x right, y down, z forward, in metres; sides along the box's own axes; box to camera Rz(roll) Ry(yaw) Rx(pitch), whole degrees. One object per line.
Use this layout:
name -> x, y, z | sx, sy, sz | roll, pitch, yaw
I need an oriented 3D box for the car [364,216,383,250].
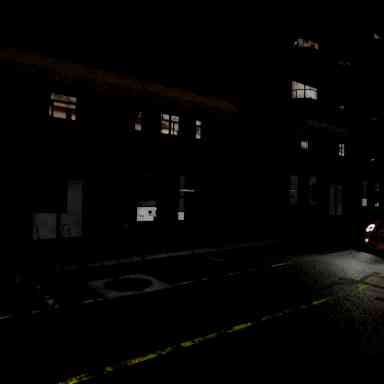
car -> 8.718, 1.362, 13.000 | 4.553, 1.767, 2.097 | 0, 0, -35
